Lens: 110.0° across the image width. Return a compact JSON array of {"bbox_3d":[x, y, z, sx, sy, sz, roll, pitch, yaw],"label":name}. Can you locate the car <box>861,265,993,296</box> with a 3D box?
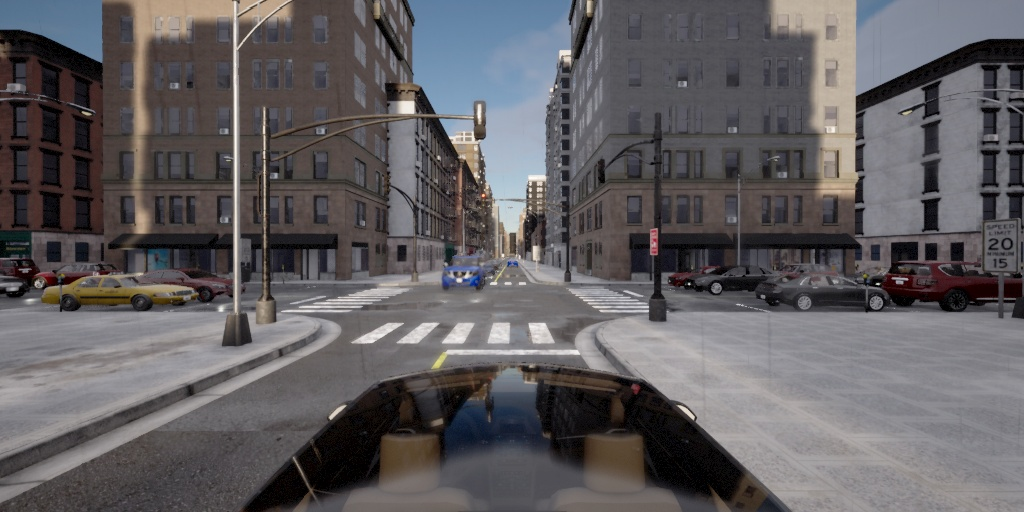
[{"bbox_3d":[21.995,1.257,19.166,4.892,1.490,1.837,0,0,0],"label":"car"}]

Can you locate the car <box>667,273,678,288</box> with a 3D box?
[{"bbox_3d":[11.806,1.281,21.734,4.507,1.381,1.888,0,0,0],"label":"car"}]

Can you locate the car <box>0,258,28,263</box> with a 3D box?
[{"bbox_3d":[-32.025,1.041,21.850,5.009,1.841,2.192,0,0,0],"label":"car"}]

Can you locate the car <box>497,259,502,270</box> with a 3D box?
[{"bbox_3d":[-2.758,1.267,49.853,1.837,1.490,4.892,0,0,0],"label":"car"}]

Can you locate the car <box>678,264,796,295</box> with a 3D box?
[{"bbox_3d":[11.909,1.253,19.190,4.892,1.490,1.837,0,0,0],"label":"car"}]

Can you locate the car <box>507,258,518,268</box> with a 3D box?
[{"bbox_3d":[0.110,1.247,63.210,1.882,1.535,5.008,0,0,0],"label":"car"}]

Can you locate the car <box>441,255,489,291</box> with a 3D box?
[{"bbox_3d":[-2.813,0.968,21.966,2.150,2.045,5.566,0,0,0],"label":"car"}]

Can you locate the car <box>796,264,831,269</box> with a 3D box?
[{"bbox_3d":[17.215,1.177,21.720,4.097,1.591,1.967,0,0,0],"label":"car"}]

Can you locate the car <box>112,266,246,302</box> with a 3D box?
[{"bbox_3d":[-14.784,1.282,16.294,4.674,1.442,1.812,0,0,0],"label":"car"}]

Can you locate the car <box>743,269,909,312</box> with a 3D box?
[{"bbox_3d":[11.785,1.325,13.709,4.403,1.370,2.007,0,0,0],"label":"car"}]

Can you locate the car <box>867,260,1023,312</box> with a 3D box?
[{"bbox_3d":[17.194,1.091,13.695,5.009,1.841,2.192,0,0,0],"label":"car"}]

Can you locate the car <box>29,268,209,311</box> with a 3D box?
[{"bbox_3d":[-14.891,1.293,13.780,4.829,1.417,1.751,0,0,0],"label":"car"}]

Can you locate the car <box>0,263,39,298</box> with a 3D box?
[{"bbox_3d":[-25.185,1.246,16.340,4.902,1.511,2.128,0,0,0],"label":"car"}]

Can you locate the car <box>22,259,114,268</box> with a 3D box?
[{"bbox_3d":[-26.363,1.167,21.835,4.097,1.591,1.967,0,0,0],"label":"car"}]

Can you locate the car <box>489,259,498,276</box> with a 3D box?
[{"bbox_3d":[-2.785,1.320,37.635,1.994,1.385,4.181,0,0,0],"label":"car"}]
